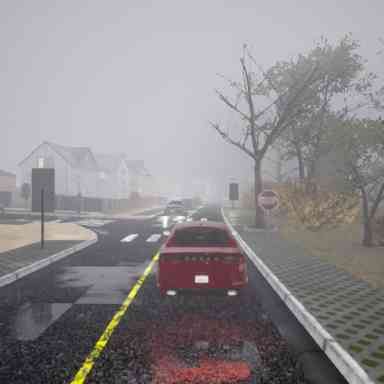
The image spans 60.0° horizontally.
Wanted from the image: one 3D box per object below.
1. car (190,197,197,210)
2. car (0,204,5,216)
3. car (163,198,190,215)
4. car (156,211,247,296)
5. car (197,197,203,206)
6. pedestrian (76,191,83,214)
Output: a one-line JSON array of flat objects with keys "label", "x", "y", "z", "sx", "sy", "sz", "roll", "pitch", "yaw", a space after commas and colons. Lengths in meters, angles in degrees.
[{"label": "car", "x": -0.748, "y": 1.603, "z": 44.627, "sx": 1.882, "sy": 1.535, "sz": 5.008, "roll": 0, "pitch": 0, "yaw": 4}, {"label": "car", "x": -14.549, "y": 0.850, "z": 21.155, "sx": 5.008, "sy": 1.535, "sz": 1.882, "roll": 3, "pitch": 0, "yaw": 1}, {"label": "car", "x": -1.625, "y": 1.597, "z": 34.298, "sx": 1.812, "sy": 1.442, "sz": 4.674, "roll": 0, "pitch": 0, "yaw": 6}, {"label": "car", "x": 0.224, "y": 1.487, "z": 8.719, "sx": 1.882, "sy": 1.535, "sz": 5.008, "roll": 0, "pitch": 0, "yaw": 1}, {"label": "car", "x": 0.698, "y": 1.584, "z": 58.239, "sx": 2.097, "sy": 1.767, "sz": 4.553, "roll": 0, "pitch": 0, "yaw": 7}, {"label": "pedestrian", "x": -9.132, "y": 0.812, "z": 26.900, "sx": 0.375, "sy": 1.860, "sz": 0.375, "roll": 0, "pitch": -3, "yaw": 1}]
